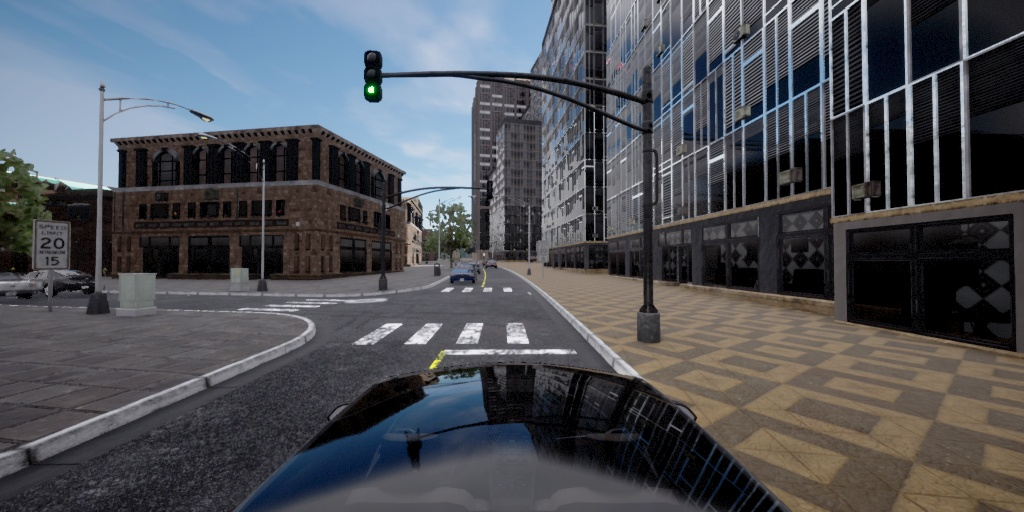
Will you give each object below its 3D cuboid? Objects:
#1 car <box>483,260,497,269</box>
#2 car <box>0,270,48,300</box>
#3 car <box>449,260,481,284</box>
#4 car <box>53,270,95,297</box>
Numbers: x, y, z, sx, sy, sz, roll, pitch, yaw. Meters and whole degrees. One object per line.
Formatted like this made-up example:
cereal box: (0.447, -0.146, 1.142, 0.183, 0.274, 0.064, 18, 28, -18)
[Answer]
car: (-3.427, 1.299, 58.442, 2.033, 1.411, 5.357, 0, 0, -7)
car: (-24.400, 1.392, 16.307, 4.718, 1.301, 1.895, 0, -1, 10)
car: (-3.651, 1.298, 27.746, 2.033, 1.411, 5.357, 0, 0, -3)
car: (-24.186, 1.384, 18.848, 4.403, 1.370, 2.007, 0, 0, 9)
